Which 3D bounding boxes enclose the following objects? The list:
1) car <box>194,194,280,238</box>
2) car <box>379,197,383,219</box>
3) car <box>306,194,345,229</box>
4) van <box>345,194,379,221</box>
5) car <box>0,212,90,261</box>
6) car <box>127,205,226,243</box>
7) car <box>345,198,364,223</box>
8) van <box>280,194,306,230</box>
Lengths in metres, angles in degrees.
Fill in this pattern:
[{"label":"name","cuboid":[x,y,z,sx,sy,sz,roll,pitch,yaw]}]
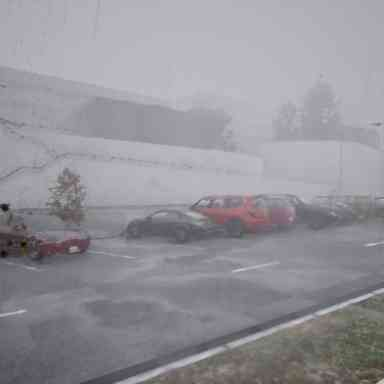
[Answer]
[{"label":"car","cuboid":[1.370,1.200,17.610,5.566,2.045,2.435,-1,0,35]},{"label":"car","cuboid":[13.572,1.217,26.230,4.553,1.767,2.185,-1,0,34]},{"label":"car","cuboid":[6.283,1.157,21.047,5.566,2.045,2.435,-1,-1,35]},{"label":"van","cuboid":[11.019,1.141,24.582,4.442,1.987,1.878,-1,0,35]},{"label":"car","cuboid":[-5.868,1.520,12.385,4.792,1.488,2.163,-1,-1,35]},{"label":"car","cuboid":[-1.030,1.507,15.860,4.674,1.452,2.002,-1,0,35]},{"label":"car","cuboid":[8.694,1.388,22.782,4.892,1.521,2.231,-1,0,35]},{"label":"van","cuboid":[3.927,1.203,19.265,4.442,1.987,1.878,-1,-1,35]}]
